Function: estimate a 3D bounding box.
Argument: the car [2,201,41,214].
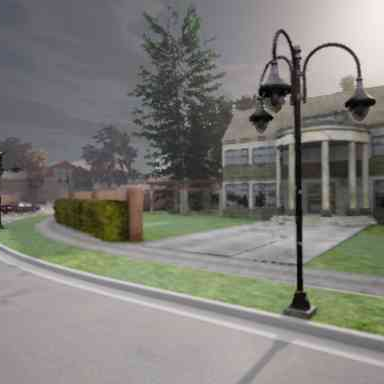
[{"bbox_3d":[-20.188,1.819,39.154,2.033,1.411,5.357,-1,0,10],"label":"car"}]
